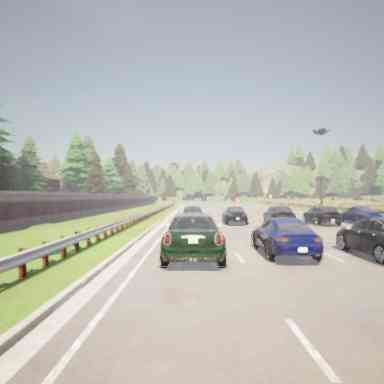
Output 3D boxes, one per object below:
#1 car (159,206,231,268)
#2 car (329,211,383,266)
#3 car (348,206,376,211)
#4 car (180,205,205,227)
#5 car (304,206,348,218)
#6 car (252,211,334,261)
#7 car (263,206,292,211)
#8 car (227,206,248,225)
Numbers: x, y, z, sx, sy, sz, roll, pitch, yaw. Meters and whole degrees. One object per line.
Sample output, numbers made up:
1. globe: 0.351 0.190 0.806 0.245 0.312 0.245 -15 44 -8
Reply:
1. car: 0.055 1.523 12.156 2.097 1.767 4.553 0 -1 1
2. car: 7.054 1.678 12.270 1.837 1.490 4.892 0 0 1
3. car: 14.071 1.915 27.924 1.812 1.442 4.674 0 -1 1
4. car: 0.064 1.888 27.277 1.837 1.490 4.892 0 0 1
5. car: 10.564 1.887 27.264 1.837 1.490 4.892 0 0 1
6. car: 3.562 1.707 12.927 1.812 1.442 4.674 0 -1 1
7. car: 7.064 1.887 27.267 1.837 1.490 4.892 0 0 1
8. car: 3.571 1.916 27.926 1.812 1.442 4.674 0 -1 1
